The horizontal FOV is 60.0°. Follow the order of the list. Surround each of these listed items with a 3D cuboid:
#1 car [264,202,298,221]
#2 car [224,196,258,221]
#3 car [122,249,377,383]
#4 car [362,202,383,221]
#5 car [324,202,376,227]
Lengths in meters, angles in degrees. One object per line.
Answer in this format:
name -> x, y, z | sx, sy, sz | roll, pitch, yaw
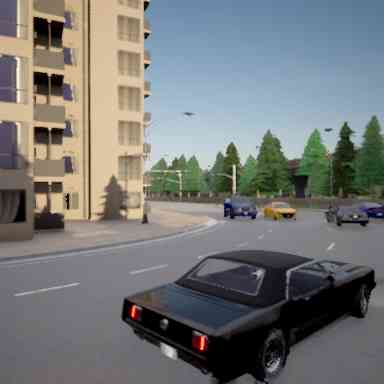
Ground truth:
car -> 7.614, 1.631, 28.895 | 1.882, 1.535, 5.008 | 0, 0, -1
car -> 4.265, 1.401, 30.020 | 2.150, 2.045, 5.566 | 0, 0, -4
car -> 1.345, 1.634, 5.532 | 4.718, 1.301, 1.895 | 0, 0, -43
car -> 14.676, 1.586, 28.267 | 1.882, 1.535, 5.008 | 0, 0, 3
car -> 10.961, 1.648, 23.878 | 2.033, 1.411, 5.357 | 0, 0, 10
